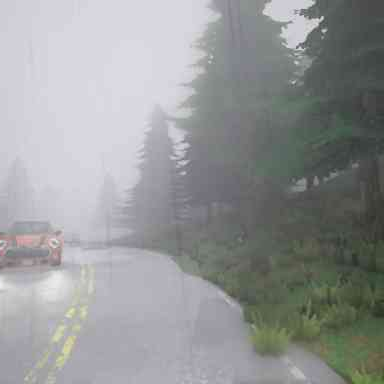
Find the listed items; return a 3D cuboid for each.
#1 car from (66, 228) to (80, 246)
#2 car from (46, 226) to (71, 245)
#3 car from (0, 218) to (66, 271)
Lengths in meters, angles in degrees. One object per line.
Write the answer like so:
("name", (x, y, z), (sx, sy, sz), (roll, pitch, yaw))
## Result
("car", (-10.324, 3.672, 26.896), (1.812, 1.442, 4.674), (2, -8, -30))
("car", (-15.820, 5.183, 39.683), (2.150, 2.045, 5.566), (1, -8, -15))
("car", (-6.187, 1.871, 12.808), (2.097, 1.767, 4.553), (1, -5, -23))
